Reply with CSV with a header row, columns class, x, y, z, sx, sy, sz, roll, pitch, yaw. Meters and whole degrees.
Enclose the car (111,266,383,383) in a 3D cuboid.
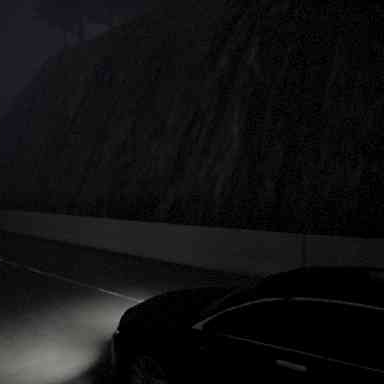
class,x,y,z,sx,sy,sz,roll,pitch,yaw
car,1.293,1.511,3.163,4.892,1.490,1.837,-1,0,36
